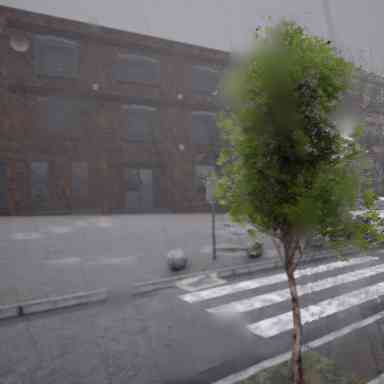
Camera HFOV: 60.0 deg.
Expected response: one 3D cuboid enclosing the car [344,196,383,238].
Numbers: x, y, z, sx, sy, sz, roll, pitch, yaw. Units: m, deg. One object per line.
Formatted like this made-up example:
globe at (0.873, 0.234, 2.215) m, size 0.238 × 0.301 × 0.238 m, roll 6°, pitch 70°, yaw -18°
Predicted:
car at (9.983, 1.255, 16.702) m, size 5.566 × 2.045 × 2.435 m, roll 0°, pitch 0°, yaw -35°
